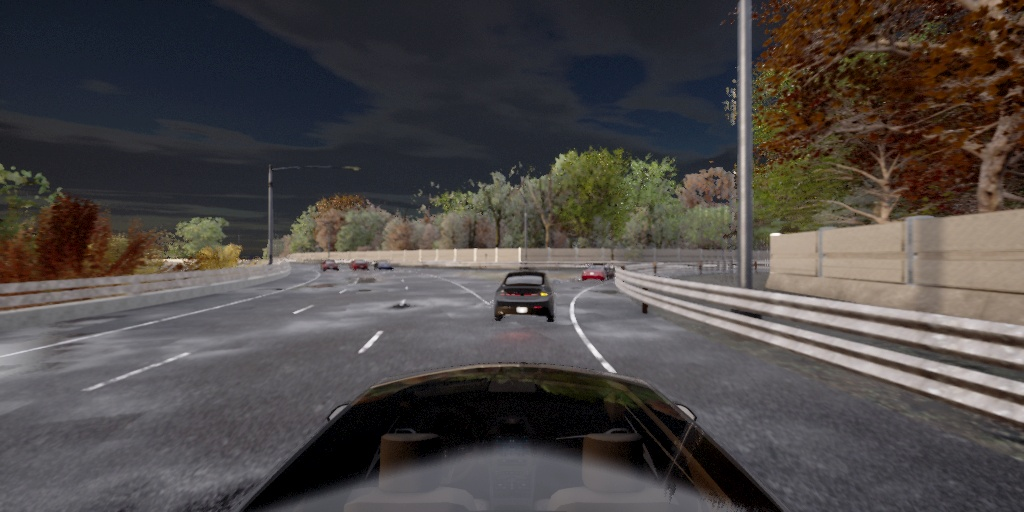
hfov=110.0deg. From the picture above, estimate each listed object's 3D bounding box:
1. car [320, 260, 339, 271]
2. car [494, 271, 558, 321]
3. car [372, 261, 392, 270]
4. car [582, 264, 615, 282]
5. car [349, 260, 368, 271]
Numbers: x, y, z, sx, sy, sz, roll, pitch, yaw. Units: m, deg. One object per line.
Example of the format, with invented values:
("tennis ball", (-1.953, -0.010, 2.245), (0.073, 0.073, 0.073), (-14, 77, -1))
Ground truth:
("car", (-25.496, 1.336, 49.979), (1.812, 1.442, 4.674), (0, 0, -34))
("car", (0.577, 1.269, 12.572), (1.837, 1.490, 4.892), (0, 0, 7))
("car", (-19.287, 1.378, 53.232), (1.994, 1.385, 4.181), (0, 0, -34))
("car", (7.342, 1.349, 29.715), (1.994, 1.385, 4.181), (0, 0, 33))
("car", (-21.639, 1.289, 50.503), (1.882, 1.535, 5.008), (0, 0, -33))
